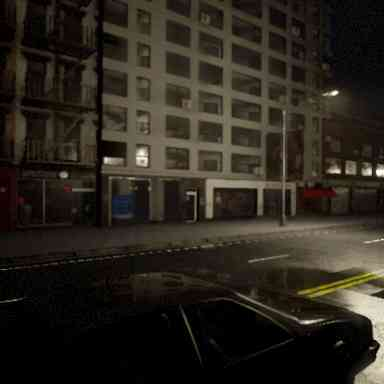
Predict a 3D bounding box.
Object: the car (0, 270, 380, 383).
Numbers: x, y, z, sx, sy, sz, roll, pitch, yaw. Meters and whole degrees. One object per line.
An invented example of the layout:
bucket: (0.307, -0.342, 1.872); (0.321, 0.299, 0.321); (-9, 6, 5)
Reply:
car: (-0.330, 1.554, 3.207); (5.357, 1.411, 2.033); (0, 0, -36)
